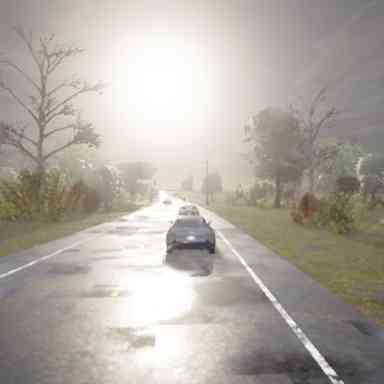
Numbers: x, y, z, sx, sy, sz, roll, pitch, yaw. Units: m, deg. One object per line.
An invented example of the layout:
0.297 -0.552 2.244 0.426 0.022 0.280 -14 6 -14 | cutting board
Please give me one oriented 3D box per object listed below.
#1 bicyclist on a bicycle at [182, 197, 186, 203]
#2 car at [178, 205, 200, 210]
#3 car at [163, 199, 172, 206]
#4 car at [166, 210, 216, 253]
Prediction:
-2.160 2.264 94.566 0.659 1.776 1.843 0 0 -4 | bicyclist on a bicycle
-0.268 1.824 29.055 2.033 1.411 5.357 0 -1 -1 | car
-5.279 2.203 71.683 1.812 1.442 4.674 0 -1 -3 | car
-0.051 1.702 14.371 1.994 1.385 4.181 0 0 0 | car
